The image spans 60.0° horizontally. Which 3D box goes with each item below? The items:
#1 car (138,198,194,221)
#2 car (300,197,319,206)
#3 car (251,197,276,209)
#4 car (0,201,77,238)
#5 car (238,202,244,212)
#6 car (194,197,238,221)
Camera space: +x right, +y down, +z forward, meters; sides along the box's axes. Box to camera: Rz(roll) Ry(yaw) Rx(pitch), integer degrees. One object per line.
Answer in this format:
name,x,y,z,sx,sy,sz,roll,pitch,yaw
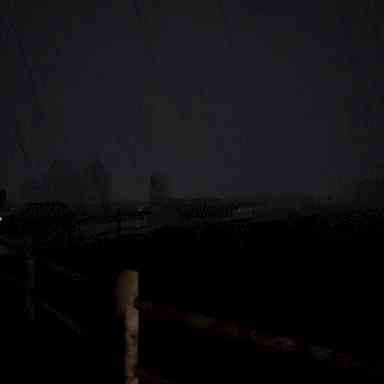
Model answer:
car,-2.168,1.260,26.193,2.097,1.767,4.553,-1,0,34
car,17.918,1.343,50.394,1.895,1.301,4.718,-1,0,34
car,9.237,1.383,42.852,1.994,1.385,4.181,-1,0,35
car,-8.492,1.309,17.421,2.097,1.767,4.553,-1,0,38
car,3.609,1.466,34.653,1.895,1.301,4.718,-1,0,34
car,1.447,1.230,26.257,2.097,1.767,4.553,-1,0,34
